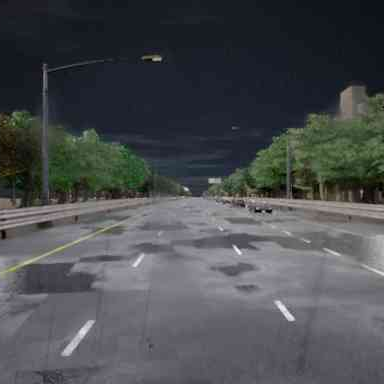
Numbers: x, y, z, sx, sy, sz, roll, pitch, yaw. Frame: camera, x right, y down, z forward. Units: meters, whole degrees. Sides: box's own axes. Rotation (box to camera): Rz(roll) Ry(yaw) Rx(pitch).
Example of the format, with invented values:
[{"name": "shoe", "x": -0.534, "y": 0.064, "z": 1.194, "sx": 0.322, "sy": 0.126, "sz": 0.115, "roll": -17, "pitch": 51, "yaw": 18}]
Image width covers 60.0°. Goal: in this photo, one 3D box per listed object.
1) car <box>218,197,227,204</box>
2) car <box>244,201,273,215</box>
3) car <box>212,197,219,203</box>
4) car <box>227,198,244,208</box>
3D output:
[{"name": "car", "x": 7.228, "y": 1.958, "z": 70.455, "sx": 1.895, "sy": 1.301, "sz": 4.718, "roll": 0, "pitch": -1, "yaw": 0}, {"name": "car", "x": 7.047, "y": 1.645, "z": 34.824, "sx": 1.895, "sy": 1.301, "sz": 4.718, "roll": 0, "pitch": 0, "yaw": 0}, {"name": "car", "x": 7.380, "y": 2.140, "z": 89.370, "sx": 2.128, "sy": 1.511, "sz": 4.902, "roll": 0, "pitch": -1, "yaw": 1}, {"name": "car", "x": 7.116, "y": 1.660, "z": 51.928, "sx": 1.837, "sy": 1.490, "sz": 4.892, "roll": 0, "pitch": -1, "yaw": 0}]
